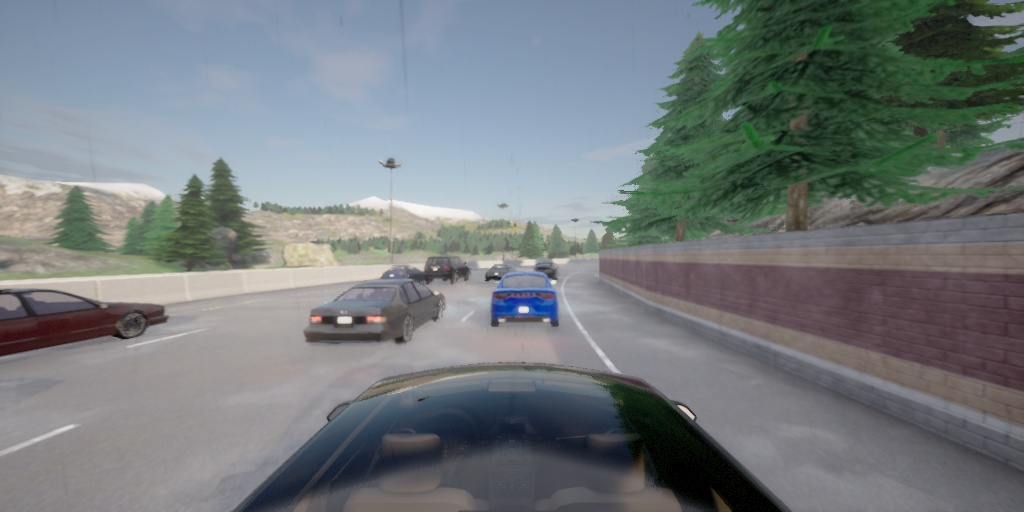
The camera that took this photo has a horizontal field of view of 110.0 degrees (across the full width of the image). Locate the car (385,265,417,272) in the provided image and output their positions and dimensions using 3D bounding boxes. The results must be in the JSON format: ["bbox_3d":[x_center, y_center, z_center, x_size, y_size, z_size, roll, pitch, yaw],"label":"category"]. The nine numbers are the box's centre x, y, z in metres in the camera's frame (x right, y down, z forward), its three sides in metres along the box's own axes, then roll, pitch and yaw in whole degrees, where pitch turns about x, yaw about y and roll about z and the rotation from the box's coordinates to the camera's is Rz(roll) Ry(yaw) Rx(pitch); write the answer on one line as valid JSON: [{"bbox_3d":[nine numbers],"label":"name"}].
[{"bbox_3d":[-8.225,1.367,27.530,1.994,1.385,4.181,0,0,10],"label":"car"}]

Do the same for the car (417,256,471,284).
[{"bbox_3d":[-4.787,1.002,27.127,2.150,2.045,5.566,0,0,10],"label":"car"}]

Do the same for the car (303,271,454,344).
[{"bbox_3d":[-3.215,1.318,9.631,2.033,1.411,5.357,0,0,3],"label":"car"}]

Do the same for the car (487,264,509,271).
[{"bbox_3d":[-0.802,1.319,29.261,1.994,1.385,4.181,0,0,11],"label":"car"}]

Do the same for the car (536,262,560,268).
[{"bbox_3d":[2.793,1.236,29.463,1.837,1.490,4.892,-1,0,11],"label":"car"}]

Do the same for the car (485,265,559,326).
[{"bbox_3d":[0.446,1.225,11.660,1.882,1.535,5.008,0,0,3],"label":"car"}]

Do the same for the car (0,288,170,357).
[{"bbox_3d":[-10.292,1.364,7.229,2.033,1.411,5.357,0,0,2],"label":"car"}]
